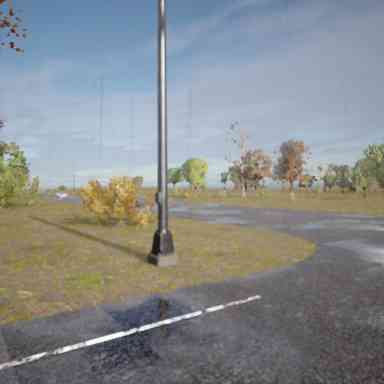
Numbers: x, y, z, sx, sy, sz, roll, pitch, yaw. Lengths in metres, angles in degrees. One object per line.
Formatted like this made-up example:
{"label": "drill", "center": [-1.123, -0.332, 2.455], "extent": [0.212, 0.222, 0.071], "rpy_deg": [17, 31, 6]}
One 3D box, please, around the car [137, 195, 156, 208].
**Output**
{"label": "car", "center": [-6.255, 1.083, 38.893], "extent": [2.033, 1.411, 5.357], "rpy_deg": [-1, 1, -35]}

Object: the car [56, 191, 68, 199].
{"label": "car", "center": [-26.738, 0.628, 68.411], "extent": [1.812, 1.442, 4.674], "rpy_deg": [-1, 1, -31]}
